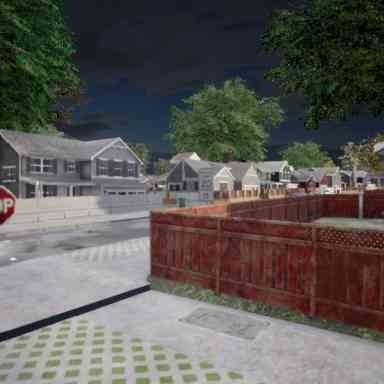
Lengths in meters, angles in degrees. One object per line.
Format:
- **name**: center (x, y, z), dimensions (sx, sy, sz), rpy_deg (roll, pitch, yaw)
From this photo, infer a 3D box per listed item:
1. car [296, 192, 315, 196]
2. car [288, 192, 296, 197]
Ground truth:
- **car**: center (14.960, 0.815, 41.488), dimensions (1.895, 1.301, 4.718), rpy_deg (0, 1, 35)
- **car**: center (14.899, 0.684, 46.204), dimensions (2.033, 1.411, 5.357), rpy_deg (0, 1, 35)
